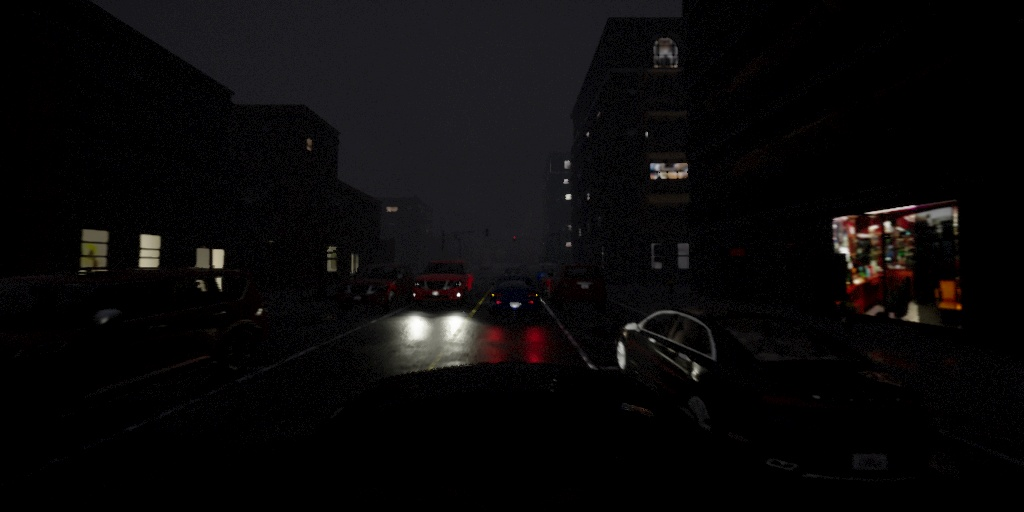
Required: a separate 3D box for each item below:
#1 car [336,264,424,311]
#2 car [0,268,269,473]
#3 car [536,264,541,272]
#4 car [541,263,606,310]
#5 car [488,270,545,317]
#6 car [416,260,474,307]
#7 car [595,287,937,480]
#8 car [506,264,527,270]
[{"bbox_3d":[-5.689,1.259,15.699,2.192,1.841,5.009,0,0,0],"label":"car"},{"bbox_3d":[-5.688,1.109,4.886,2.192,1.841,5.009,0,0,0],"label":"car"},{"bbox_3d":[2.692,1.459,21.098,1.967,1.591,4.097,0,0,0],"label":"car"},{"bbox_3d":[2.692,1.259,15.692,2.192,1.841,5.009,0,0,0],"label":"car"},{"bbox_3d":[0.095,1.446,13.944,1.812,1.442,4.674,0,-1,0],"label":"car"},{"bbox_3d":[-3.099,1.187,17.272,2.150,2.045,5.566,0,-1,0],"label":"car"},{"bbox_3d":[2.692,1.345,4.878,2.007,1.370,4.403,0,0,0],"label":"car"},{"bbox_3d":[0.098,1.737,33.360,2.033,1.411,5.357,0,-1,0],"label":"car"}]
